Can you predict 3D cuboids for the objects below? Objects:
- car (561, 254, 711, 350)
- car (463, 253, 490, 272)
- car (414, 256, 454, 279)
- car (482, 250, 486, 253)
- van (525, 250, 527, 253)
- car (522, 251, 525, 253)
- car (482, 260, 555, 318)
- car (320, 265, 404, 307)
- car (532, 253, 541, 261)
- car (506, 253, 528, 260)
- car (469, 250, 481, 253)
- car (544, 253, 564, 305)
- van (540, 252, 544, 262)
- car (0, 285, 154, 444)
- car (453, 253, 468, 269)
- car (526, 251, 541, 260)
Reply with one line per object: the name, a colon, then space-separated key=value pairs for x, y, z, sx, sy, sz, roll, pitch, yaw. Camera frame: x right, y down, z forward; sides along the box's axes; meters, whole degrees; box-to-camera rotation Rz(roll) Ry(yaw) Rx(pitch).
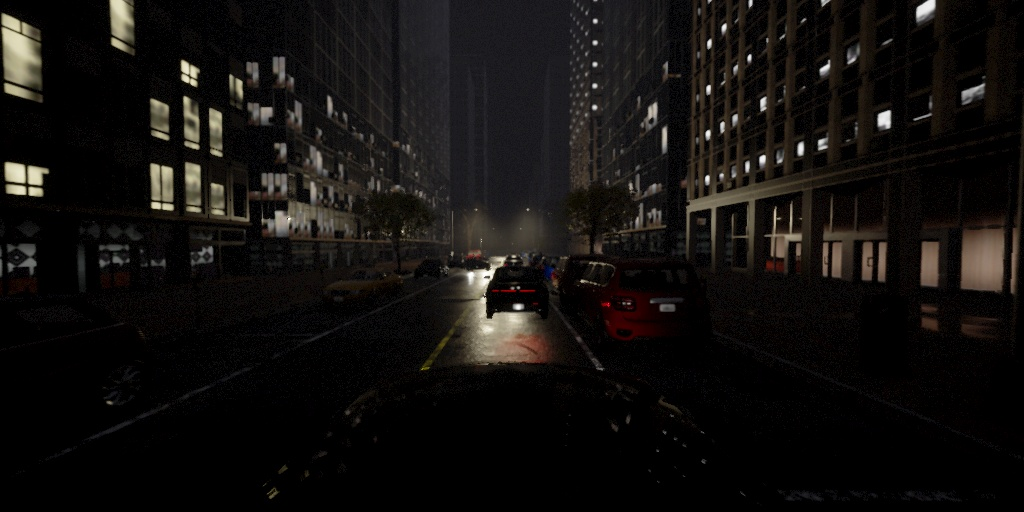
car: x=2.701 y=0.937 z=8.606 sx=2.192 sy=1.841 sz=5.009 roll=0 pitch=0 yaw=0
car: x=-3.016 y=0.727 z=33.198 sx=1.994 sy=1.385 sz=4.181 roll=0 pitch=1 yaw=0
car: x=-5.649 y=0.869 z=25.669 sx=1.948 sy=1.339 sz=4.313 roll=0 pitch=0 yaw=0
car: x=-5.599 y=0.086 z=54.082 sx=2.192 sy=1.841 sz=5.009 roll=0 pitch=0 yaw=0
van: x=2.762 y=0.326 z=42.701 sx=1.690 sy=1.789 sz=3.998 roll=0 pitch=0 yaw=0
car: x=2.793 y=0.216 z=59.750 sx=2.007 sy=1.370 sz=4.403 roll=0 pitch=0 yaw=0
car: x=0.123 y=1.063 z=12.003 sx=1.837 sy=1.490 sz=4.892 roll=0 pitch=1 yaw=-1
car: x=-5.669 y=1.041 z=14.133 sx=1.751 sy=1.417 sz=4.829 roll=0 pitch=0 yaw=0
car: x=2.732 y=0.744 z=25.654 sx=1.967 sy=1.591 sz=4.097 roll=0 pitch=0 yaw=0
car: x=0.156 y=0.715 z=32.952 sx=2.033 sy=1.411 sz=5.357 roll=0 pitch=1 yaw=0
car: x=-5.608 y=0.318 z=48.399 sx=1.967 sy=1.591 sz=4.097 roll=0 pitch=0 yaw=0
car: x=2.712 y=0.831 z=14.289 sx=2.192 sy=1.841 sz=5.009 roll=0 pitch=0 yaw=0
van: x=2.722 y=0.751 z=19.971 sx=1.690 sy=1.789 sz=3.998 roll=0 pitch=0 yaw=0
car: x=-5.689 y=1.167 z=2.937 sx=1.967 sy=1.591 sz=4.097 roll=0 pitch=0 yaw=0
car: x=-5.629 y=0.642 z=37.034 sx=2.007 sy=1.370 sz=4.403 roll=0 pitch=0 yaw=0
car: x=2.752 y=0.532 z=37.019 sx=1.967 sy=1.591 sz=4.097 roll=0 pitch=0 yaw=0
